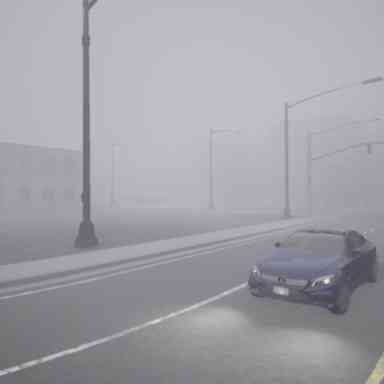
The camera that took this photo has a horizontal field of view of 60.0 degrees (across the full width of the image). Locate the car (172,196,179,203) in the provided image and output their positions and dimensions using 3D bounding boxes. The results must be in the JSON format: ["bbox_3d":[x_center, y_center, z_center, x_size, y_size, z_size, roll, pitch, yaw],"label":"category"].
[{"bbox_3d":[-5.034,1.626,73.887,4.902,1.511,2.128,0,0,39],"label":"car"}]

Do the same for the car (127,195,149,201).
[{"bbox_3d":[-13.089,1.509,80.507,5.357,1.411,2.033,0,0,39],"label":"car"}]

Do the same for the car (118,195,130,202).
[{"bbox_3d":[-15.311,1.458,77.803,4.892,1.490,1.837,0,0,39],"label":"car"}]

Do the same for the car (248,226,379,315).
[{"bbox_3d":[3.139,1.586,7.988,1.812,1.442,4.674,-1,-1,40],"label":"car"}]

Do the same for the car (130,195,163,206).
[{"bbox_3d":[-8.028,1.607,58.123,4.902,1.511,2.128,0,0,40],"label":"car"}]

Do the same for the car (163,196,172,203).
[{"bbox_3d":[-7.256,1.567,71.183,5.008,1.535,1.882,0,0,39],"label":"car"}]
